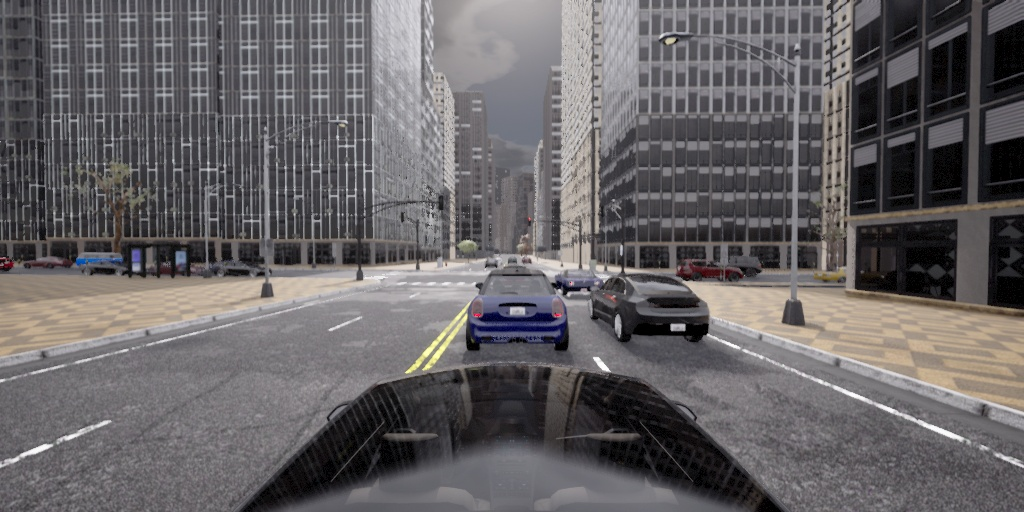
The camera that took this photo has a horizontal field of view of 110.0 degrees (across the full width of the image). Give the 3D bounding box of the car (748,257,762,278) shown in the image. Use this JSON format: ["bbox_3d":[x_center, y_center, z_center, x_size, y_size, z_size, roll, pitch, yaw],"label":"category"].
[{"bbox_3d":[21.448,1.075,35.382,5.566,2.045,2.150,0,1,1],"label":"car"}]

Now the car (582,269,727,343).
[{"bbox_3d":[3.363,1.235,9.692,1.837,1.490,4.892,0,-1,0],"label":"car"}]

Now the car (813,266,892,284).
[{"bbox_3d":[27.689,1.535,29.493,4.829,1.417,1.751,0,0,1],"label":"car"}]

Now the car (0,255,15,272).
[{"bbox_3d":[-50.559,0.482,33.686,5.566,2.045,2.150,0,1,2],"label":"car"}]

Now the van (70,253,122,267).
[{"bbox_3d":[-45.224,0.548,39.308,3.998,1.789,1.690,0,0,1],"label":"van"}]

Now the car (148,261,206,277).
[{"bbox_3d":[-28.367,1.094,30.446,4.207,1.307,1.802,0,0,1],"label":"car"}]

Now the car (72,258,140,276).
[{"bbox_3d":[-34.047,1.025,30.629,4.313,1.339,1.948,0,0,1],"label":"car"}]

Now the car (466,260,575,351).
[{"bbox_3d":[0.112,1.087,9.111,2.097,1.767,4.553,0,0,0],"label":"car"}]

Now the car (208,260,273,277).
[{"bbox_3d":[-22.683,1.130,30.303,4.313,1.339,1.948,0,0,1],"label":"car"}]

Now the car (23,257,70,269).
[{"bbox_3d":[-50.906,0.736,39.433,4.207,1.307,1.802,0,0,1],"label":"car"}]

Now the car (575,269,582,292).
[{"bbox_3d":[3.380,1.315,19.028,1.895,1.301,4.718,0,0,0],"label":"car"}]

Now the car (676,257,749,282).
[{"bbox_3d":[16.241,1.225,29.709,5.009,1.841,2.192,0,0,1],"label":"car"}]

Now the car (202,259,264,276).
[{"bbox_3d":[-25.655,1.053,33.077,4.181,1.385,1.994,1,1,1],"label":"car"}]

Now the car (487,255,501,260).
[{"bbox_3d":[-3.231,1.102,56.349,1.882,1.535,5.008,0,0,0],"label":"car"}]
